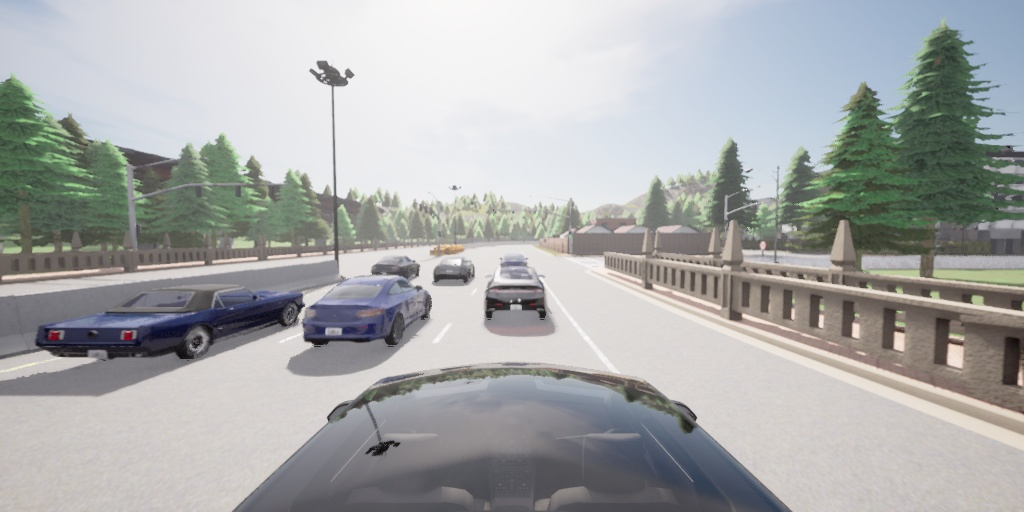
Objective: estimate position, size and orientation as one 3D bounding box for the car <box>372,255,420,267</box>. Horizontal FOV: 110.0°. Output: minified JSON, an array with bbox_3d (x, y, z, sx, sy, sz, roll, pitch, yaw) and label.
[{"bbox_3d":[-6.878,0.670,21.453,1.812,1.442,4.674,0,3,0],"label":"car"}]

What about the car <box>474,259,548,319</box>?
[{"bbox_3d":[0.111,1.071,12.090,2.128,1.511,4.902,0,2,0],"label":"car"}]

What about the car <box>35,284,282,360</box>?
[{"bbox_3d":[-6.893,1.298,8.188,1.895,1.301,4.718,0,1,0],"label":"car"}]

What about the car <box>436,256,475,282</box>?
[{"bbox_3d":[-3.378,0.711,21.428,1.994,1.385,4.181,0,3,0],"label":"car"}]

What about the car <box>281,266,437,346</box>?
[{"bbox_3d":[-3.393,1.202,9.115,1.812,1.442,4.674,0,2,0],"label":"car"}]

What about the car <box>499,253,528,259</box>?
[{"bbox_3d":[0.124,0.550,24.001,1.812,1.442,4.674,0,3,0],"label":"car"}]
